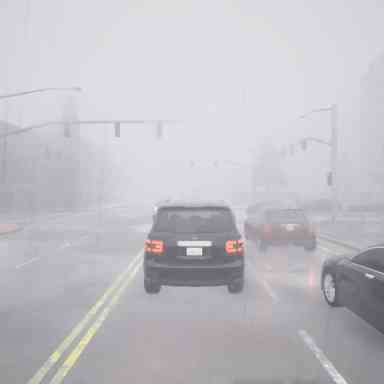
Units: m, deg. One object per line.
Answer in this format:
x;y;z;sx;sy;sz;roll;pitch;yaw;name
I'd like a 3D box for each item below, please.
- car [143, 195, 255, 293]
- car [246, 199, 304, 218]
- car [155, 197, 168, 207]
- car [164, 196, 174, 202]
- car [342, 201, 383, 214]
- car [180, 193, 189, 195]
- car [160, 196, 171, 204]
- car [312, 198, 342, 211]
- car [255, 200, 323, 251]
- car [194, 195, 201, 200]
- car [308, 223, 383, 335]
0.054;1.221;8.984;2.150;2.045;5.566;0;0;0;car
7.475;1.477;30.508;5.008;1.535;1.882;0;1;9;car
-4.701;1.526;51.941;1.812;1.442;4.674;0;0;-1;car
-5.134;1.552;73.702;1.994;1.385;4.181;0;0;-1;car
18.487;1.601;34.169;4.718;1.301;1.895;0;0;-2;car
-1.790;1.496;80.218;1.837;1.490;4.892;0;0;-1;car
-4.925;1.477;62.674;1.882;1.535;5.008;0;0;-1;car
14.438;1.505;37.562;4.892;1.490;1.837;0;0;-2;car
3.535;1.352;14.162;2.097;1.767;4.553;0;0;0;car
1.467;1.552;90.364;1.994;1.385;4.181;0;0;-1;car
3.607;1.505;5.081;1.837;1.490;4.892;0;0;0;car
